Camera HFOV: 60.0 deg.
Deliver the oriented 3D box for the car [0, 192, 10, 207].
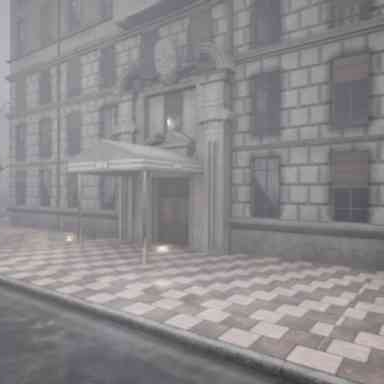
[{"bbox_3d":[-26.576,1.005,43.064,2.150,2.045,5.566,0,0,35],"label":"car"}]
